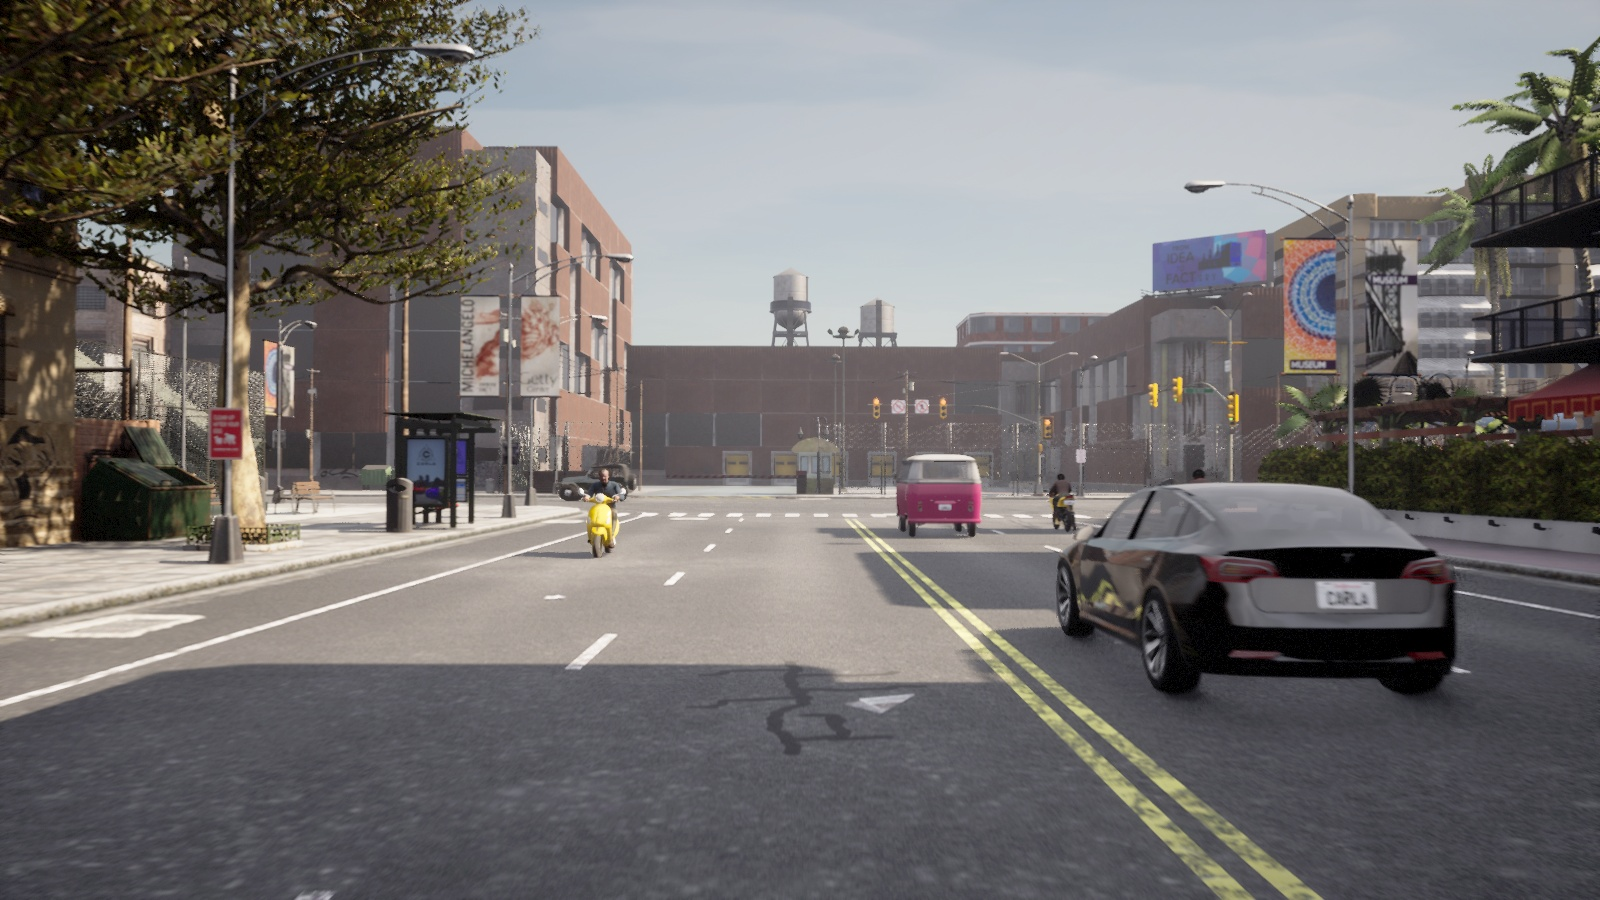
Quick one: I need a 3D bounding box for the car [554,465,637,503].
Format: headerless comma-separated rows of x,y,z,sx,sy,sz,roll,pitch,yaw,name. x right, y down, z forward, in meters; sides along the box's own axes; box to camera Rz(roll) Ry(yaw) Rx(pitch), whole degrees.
-10.240,1.707,63.039,3.866,1.878,1.905,0,-1,0,car

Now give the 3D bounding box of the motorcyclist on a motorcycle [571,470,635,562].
-3.557,1.164,22.809,0.866,1.590,1.817,0,-1,0,motorcyclist on a motorcycle

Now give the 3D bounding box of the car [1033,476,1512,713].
3.474,0.976,10.451,2.163,1.488,4.792,0,-1,0,car

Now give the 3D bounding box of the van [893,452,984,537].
3.420,1.085,31.761,1.775,1.987,4.442,0,-1,0,van

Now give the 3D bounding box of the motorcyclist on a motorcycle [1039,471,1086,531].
6.921,1.325,33.217,0.797,1.523,2.044,0,-1,0,motorcyclist on a motorcycle
